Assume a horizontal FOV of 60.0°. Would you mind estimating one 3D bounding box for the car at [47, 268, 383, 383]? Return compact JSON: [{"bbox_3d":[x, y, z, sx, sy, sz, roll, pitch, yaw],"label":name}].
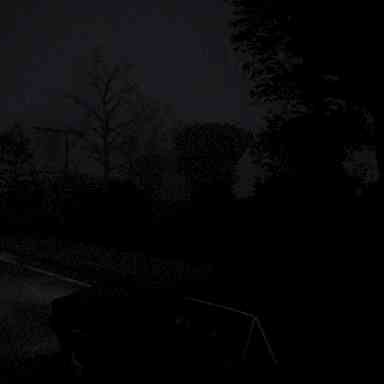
[{"bbox_3d":[0.396,1.609,3.821,4.718,1.301,1.895,0,0,36],"label":"car"}]
